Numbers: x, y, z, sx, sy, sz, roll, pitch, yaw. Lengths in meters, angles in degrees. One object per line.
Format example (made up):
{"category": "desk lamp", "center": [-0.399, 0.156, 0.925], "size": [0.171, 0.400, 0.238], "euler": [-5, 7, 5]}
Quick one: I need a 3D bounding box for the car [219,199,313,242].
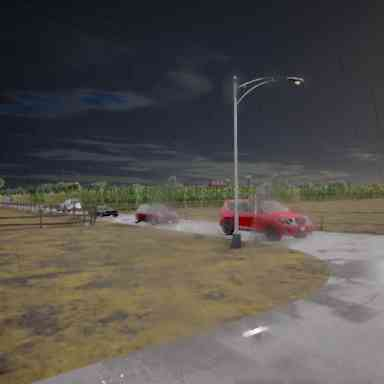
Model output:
{"category": "car", "center": [3.735, 1.418, 17.970], "size": [2.150, 2.045, 5.566], "euler": [0, -1, -32]}

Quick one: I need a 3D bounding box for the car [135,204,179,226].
{"category": "car", "center": [-2.968, 1.773, 27.584], "size": [2.097, 1.767, 4.553], "euler": [0, -1, -36]}

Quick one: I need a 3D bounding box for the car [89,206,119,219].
{"category": "car", "center": [-9.839, 2.249, 37.137], "size": [1.895, 1.301, 4.718], "euler": [0, -1, -36]}

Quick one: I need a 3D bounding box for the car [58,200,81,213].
{"category": "car", "center": [-18.868, 2.394, 49.834], "size": [2.128, 1.511, 4.902], "euler": [0, -1, -36]}
